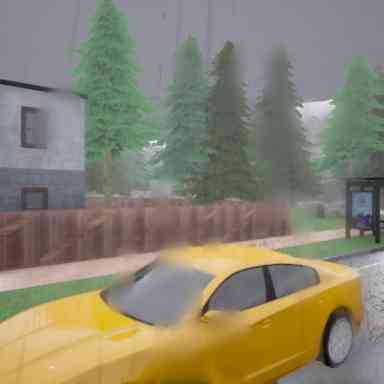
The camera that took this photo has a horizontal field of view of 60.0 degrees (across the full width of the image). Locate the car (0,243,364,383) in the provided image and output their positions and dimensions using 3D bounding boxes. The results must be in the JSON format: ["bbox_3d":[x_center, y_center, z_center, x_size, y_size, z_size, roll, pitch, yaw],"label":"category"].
[{"bbox_3d":[0.196,1.476,4.159,5.008,1.535,1.882,0,0,-37],"label":"car"}]
